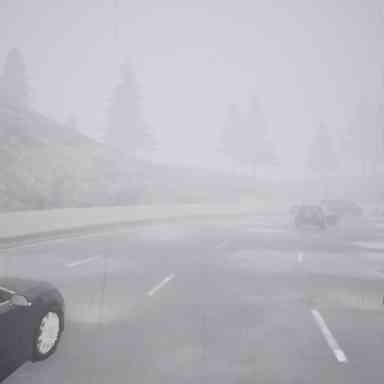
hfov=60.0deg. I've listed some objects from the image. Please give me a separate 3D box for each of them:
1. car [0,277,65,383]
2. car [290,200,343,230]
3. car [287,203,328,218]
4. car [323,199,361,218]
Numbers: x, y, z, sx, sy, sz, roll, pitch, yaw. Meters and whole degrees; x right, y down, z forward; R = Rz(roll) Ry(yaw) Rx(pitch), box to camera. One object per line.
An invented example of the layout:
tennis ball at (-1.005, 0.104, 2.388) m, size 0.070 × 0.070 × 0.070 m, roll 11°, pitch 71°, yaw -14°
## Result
car at (-2.973, 1.514, 3.154) m, size 1.837 × 1.490 × 4.892 m, roll 0°, pitch -1°, yaw 5°
car at (9.260, 1.705, 24.521) m, size 2.097 × 1.767 × 4.553 m, roll 0°, pitch -1°, yaw 37°
car at (13.334, 2.034, 38.301) m, size 4.902 × 1.511 × 2.128 m, roll 1°, pitch -1°, yaw -37°
car at (15.847, 1.758, 35.559) m, size 5.566 × 2.045 × 2.150 m, roll 1°, pitch -1°, yaw -36°
